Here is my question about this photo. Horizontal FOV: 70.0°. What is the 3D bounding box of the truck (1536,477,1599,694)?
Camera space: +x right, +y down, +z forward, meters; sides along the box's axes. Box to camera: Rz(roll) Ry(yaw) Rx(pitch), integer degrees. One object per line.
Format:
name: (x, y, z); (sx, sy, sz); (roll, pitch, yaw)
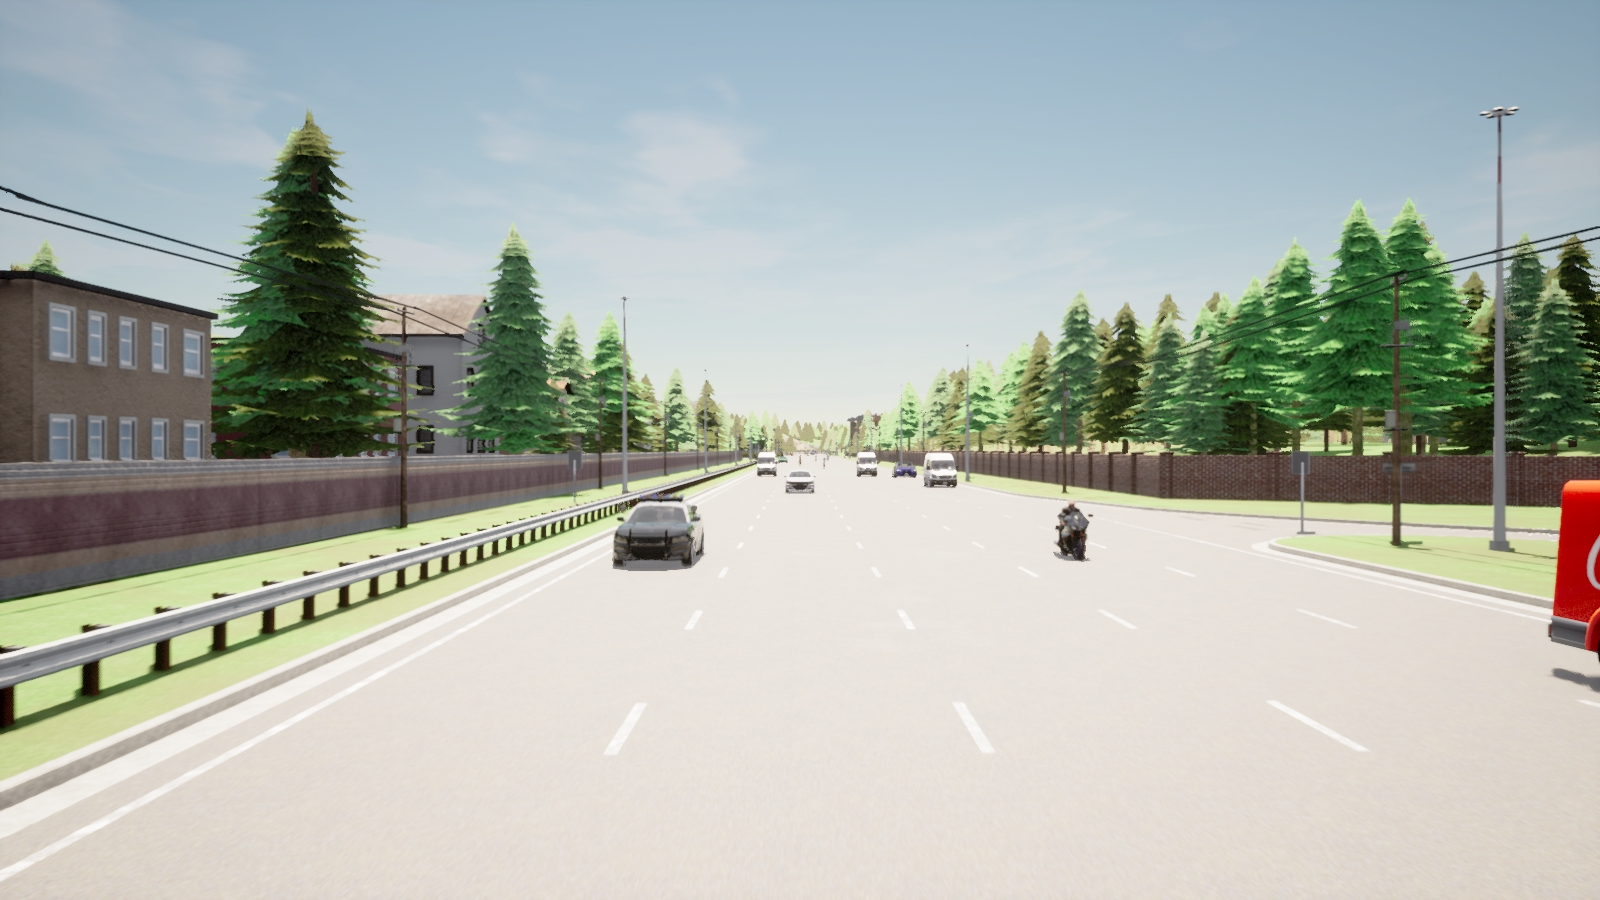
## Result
truck: (10.500, 1.568, 11.662); (2.627, 2.467, 5.204); (0, 0, 0)

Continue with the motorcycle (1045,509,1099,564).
motorcycle: (7.000, 2.205, 29.495); (0.867, 1.251, 2.209); (0, 0, 0)

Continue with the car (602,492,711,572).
car: (-3.500, 1.982, 28.808); (2.097, 1.638, 5.238); (0, 0, 0)

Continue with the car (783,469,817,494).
car: (-0.001, 2.034, 74.803); (2.097, 1.535, 5.006); (0, 0, 0)
